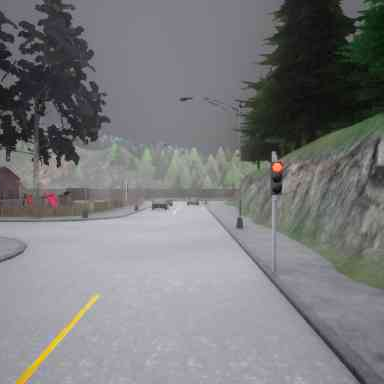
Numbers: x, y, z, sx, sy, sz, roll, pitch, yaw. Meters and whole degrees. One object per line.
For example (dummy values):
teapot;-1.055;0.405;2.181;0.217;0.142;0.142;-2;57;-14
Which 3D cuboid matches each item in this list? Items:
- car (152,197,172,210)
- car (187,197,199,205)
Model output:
car;-4.040;1.478;42.853;1.882;1.535;5.008;0;0;0
car;0.175;1.564;56.820;1.994;1.385;4.181;0;0;0
